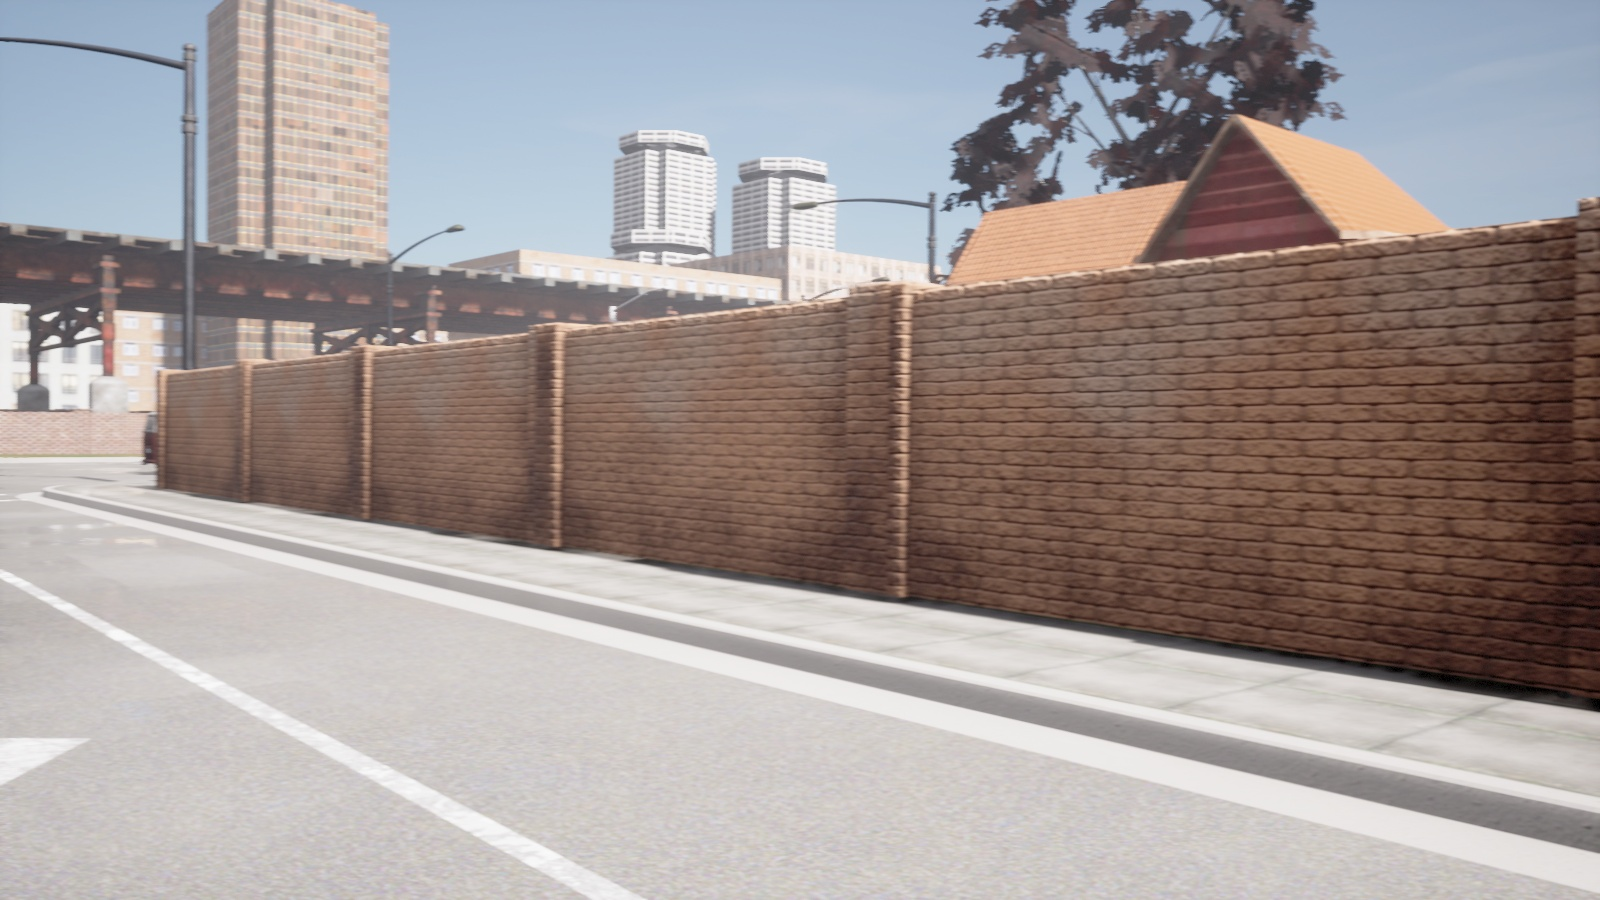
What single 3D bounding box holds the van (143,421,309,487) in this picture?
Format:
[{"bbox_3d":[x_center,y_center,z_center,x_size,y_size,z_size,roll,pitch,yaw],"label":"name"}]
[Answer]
[{"bbox_3d":[-18.177,0.086,39.890,4.442,1.987,1.775,-1,1,-40],"label":"van"}]
